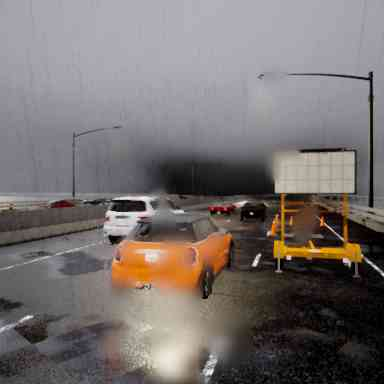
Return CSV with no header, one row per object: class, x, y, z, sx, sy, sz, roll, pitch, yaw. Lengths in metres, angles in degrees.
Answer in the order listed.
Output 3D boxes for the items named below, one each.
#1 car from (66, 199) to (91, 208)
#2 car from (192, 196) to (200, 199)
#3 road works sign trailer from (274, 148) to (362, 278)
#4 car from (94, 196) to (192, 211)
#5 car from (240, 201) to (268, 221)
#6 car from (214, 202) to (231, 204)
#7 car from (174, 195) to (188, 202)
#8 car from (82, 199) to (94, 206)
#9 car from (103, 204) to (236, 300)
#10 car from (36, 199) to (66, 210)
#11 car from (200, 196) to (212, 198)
car,-10.919,1.534,35.456,1.812,1.442,4.674,0,0,16
car,1.095,1.601,74.986,1.895,1.301,4.718,0,0,17
road works sign trailer,3.785,0.468,10.399,2.380,3.560,2.880,0,0,16
car,-1.941,1.225,15.440,2.150,2.045,5.566,0,0,16
car,5.177,1.485,27.439,1.882,1.535,5.008,0,0,16
car,3.111,1.609,32.837,1.895,1.301,4.718,0,0,16
car,-2.483,1.532,75.263,1.812,1.442,4.674,0,0,17
car,-8.212,1.608,32.246,1.895,1.301,4.718,0,0,16
car,-0.213,1.354,8.746,2.097,1.767,4.553,0,0,16
car,-14.498,1.533,35.686,1.812,1.442,4.674,0,0,16
car,3.707,1.559,71.582,1.994,1.385,4.181,0,0,17
